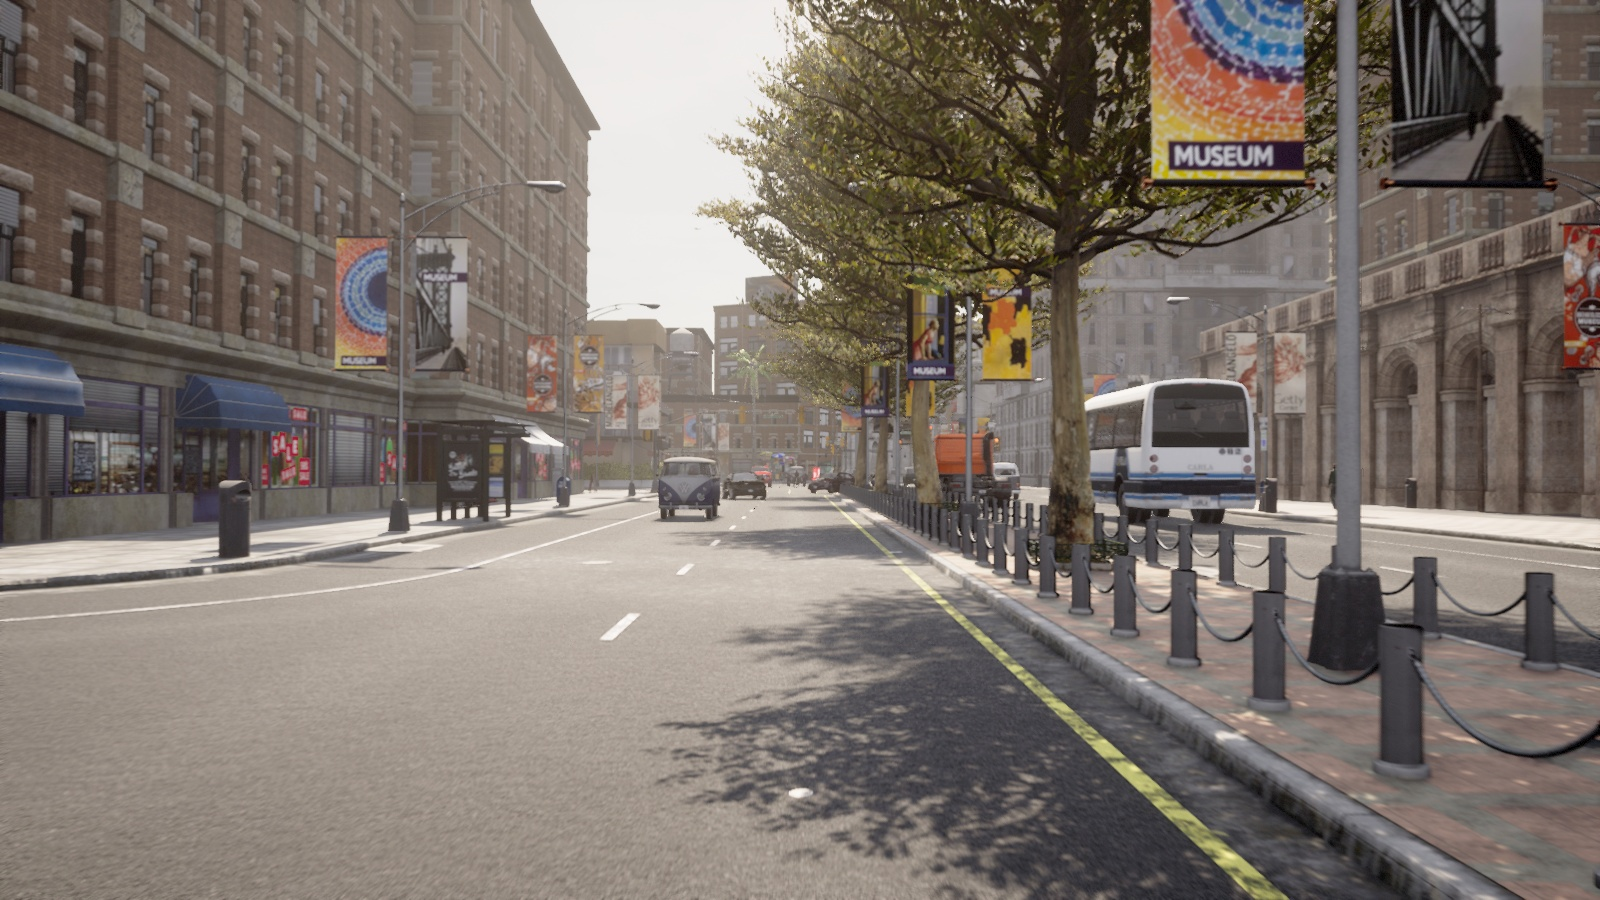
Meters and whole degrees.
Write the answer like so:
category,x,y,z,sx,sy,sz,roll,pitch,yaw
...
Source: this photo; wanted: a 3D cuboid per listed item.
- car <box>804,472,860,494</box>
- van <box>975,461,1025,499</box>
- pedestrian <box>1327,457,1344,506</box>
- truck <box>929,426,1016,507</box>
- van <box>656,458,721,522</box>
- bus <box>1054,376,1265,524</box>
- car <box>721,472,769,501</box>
category,x,y,z,sx,sy,sz,roll,pitch,yaw
car,2.288,2.292,87.801,1.816,1.474,4.193,-1,-1,37
van,11.324,1.690,71.374,2.069,2.038,4.480,0,-1,0
pedestrian,20.496,1.196,48.068,0.353,1.847,0.614,0,-1,0
truck,7.853,0.777,58.138,2.891,3.462,7.936,0,-1,0
van,-3.602,1.273,41.214,1.775,1.987,4.442,0,-1,0
bus,11.393,0.085,41.297,3.944,4.253,10.273,0,-1,0
car,-3.030,1.956,68.647,1.882,1.535,5.008,0,-1,-11
